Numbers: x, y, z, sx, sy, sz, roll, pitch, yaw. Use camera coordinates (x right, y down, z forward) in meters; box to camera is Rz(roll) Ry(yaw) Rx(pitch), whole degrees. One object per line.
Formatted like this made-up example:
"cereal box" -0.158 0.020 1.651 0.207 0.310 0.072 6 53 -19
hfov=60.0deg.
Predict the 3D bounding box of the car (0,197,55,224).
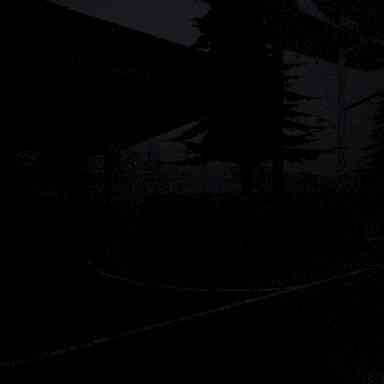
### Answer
"car" -11.918 1.313 23.510 3.866 1.878 1.905 0 0 -36
